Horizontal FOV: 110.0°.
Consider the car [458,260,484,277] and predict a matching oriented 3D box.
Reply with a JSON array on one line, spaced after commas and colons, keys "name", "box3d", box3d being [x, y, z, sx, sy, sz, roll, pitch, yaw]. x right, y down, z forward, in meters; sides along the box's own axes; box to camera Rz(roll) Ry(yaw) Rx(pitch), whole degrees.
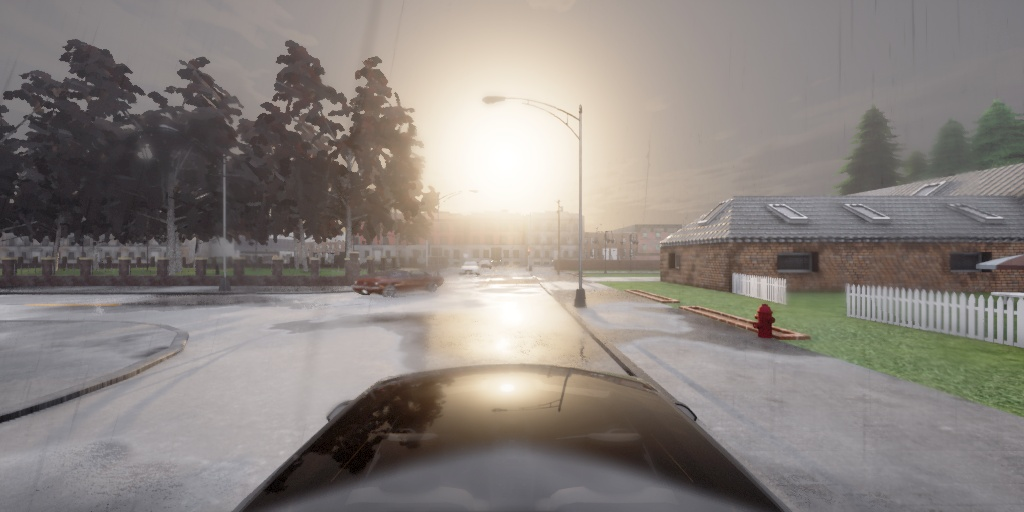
[{"name": "car", "box3d": [-4.100, 1.277, 35.706, 1.812, 1.442, 4.674, 0, 1, 0]}]

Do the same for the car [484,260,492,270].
[{"name": "car", "box3d": [-4.006, 1.279, 53.971, 1.812, 1.442, 4.674, 0, 0, 0]}]

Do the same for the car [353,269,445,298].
[{"name": "car", "box3d": [-5.723, 1.351, 18.598, 1.895, 1.301, 4.718, 0, 0, 30]}]
